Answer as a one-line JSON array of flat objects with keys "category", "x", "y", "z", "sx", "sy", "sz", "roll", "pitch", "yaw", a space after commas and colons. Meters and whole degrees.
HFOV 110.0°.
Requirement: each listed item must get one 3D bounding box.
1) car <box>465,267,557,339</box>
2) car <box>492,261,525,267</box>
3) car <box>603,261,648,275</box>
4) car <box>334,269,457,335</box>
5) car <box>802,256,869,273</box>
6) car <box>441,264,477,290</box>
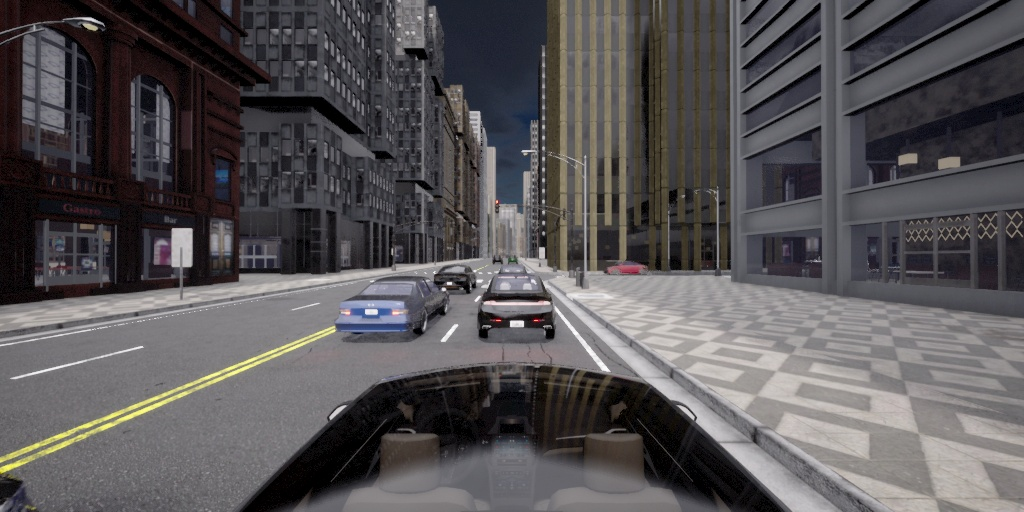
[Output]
[{"category": "car", "x": 0.119, "y": 1.237, "z": 10.082, "sx": 2.128, "sy": 1.511, "sz": 4.902, "roll": 0, "pitch": 0, "yaw": 0}, {"category": "car", "x": 0.042, "y": 1.223, "z": 19.511, "sx": 2.128, "sy": 1.511, "sz": 4.902, "roll": 0, "pitch": 0, "yaw": 0}, {"category": "car", "x": 11.307, "y": 1.206, "z": 35.815, "sx": 4.181, "sy": 1.385, "sz": 1.994, "roll": 0, "pitch": 0, "yaw": -1}, {"category": "car", "x": -3.130, "y": 1.292, "z": 10.502, "sx": 2.033, "sy": 1.411, "sz": 5.357, "roll": 0, "pitch": 0, "yaw": 0}, {"category": "car", "x": 32.211, "y": 0.778, "z": 35.838, "sx": 5.566, "sy": 2.045, "sz": 2.150, "roll": 0, "pitch": 0, "yaw": 0}, {"category": "car", "x": -3.104, "y": 1.208, "z": 20.271, "sx": 1.882, "sy": 1.535, "sz": 5.008, "roll": 0, "pitch": 0, "yaw": 0}]
